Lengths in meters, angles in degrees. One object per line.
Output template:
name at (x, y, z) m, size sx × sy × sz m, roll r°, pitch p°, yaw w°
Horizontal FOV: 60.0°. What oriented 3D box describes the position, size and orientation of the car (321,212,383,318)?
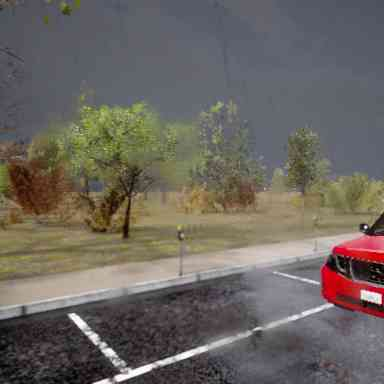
car at (4.930, 1.211, 6.587) m, size 5.566 × 2.045 × 2.150 m, roll 0°, pitch 0°, yaw -35°
